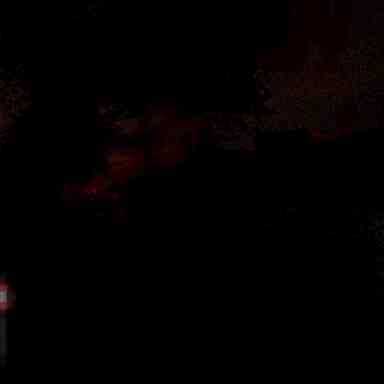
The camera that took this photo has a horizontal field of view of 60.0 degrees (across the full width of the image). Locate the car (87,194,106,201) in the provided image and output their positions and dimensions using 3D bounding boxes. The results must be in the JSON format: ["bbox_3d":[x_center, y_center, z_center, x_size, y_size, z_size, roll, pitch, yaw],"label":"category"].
[{"bbox_3d":[-24.109,1.475,84.031,4.553,1.767,2.185,-1,-1,-22],"label":"car"}]

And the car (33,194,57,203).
[{"bbox_3d":[-38.285,1.664,86.545,5.566,2.045,2.435,-1,-1,-22],"label":"car"}]

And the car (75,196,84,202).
[{"bbox_3d":[-28.754,1.728,85.147,1.994,1.385,4.181,-1,-1,-22],"label":"car"}]

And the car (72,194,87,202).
[{"bbox_3d":[-25.942,1.636,75.755,1.994,1.385,4.181,-1,0,-5],"label":"car"}]

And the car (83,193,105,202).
[{"bbox_3d":[-26.334,1.472,89.554,5.566,2.045,2.435,-1,-1,-22],"label":"car"}]

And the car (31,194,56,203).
[{"bbox_3d":[-36.244,1.548,81.479,5.566,2.045,2.435,-1,-1,-22],"label":"car"}]
